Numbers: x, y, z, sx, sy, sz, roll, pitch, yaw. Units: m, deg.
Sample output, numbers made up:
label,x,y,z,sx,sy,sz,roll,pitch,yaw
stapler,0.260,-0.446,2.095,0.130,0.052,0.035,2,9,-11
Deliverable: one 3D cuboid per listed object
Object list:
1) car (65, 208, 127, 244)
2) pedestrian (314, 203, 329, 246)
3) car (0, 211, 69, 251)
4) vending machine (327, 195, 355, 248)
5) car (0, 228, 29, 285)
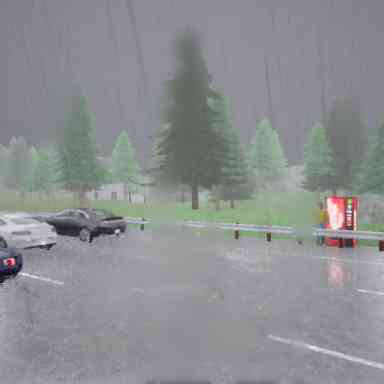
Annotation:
label,x,y,z,sx,sy,sz,roll,pitch,yaw
car,-5.288,1.491,15.748,4.902,1.511,2.128,0,0,32
pedestrian,5.396,1.294,13.903,0.375,1.860,0.375,0,0,35
car,-7.125,1.526,12.779,4.674,1.442,1.812,0,0,32
vending machine,6.321,1.195,14.092,0.880,2.100,1.100,0,0,35
car,-6.292,1.601,8.128,4.718,1.301,1.895,0,0,33
